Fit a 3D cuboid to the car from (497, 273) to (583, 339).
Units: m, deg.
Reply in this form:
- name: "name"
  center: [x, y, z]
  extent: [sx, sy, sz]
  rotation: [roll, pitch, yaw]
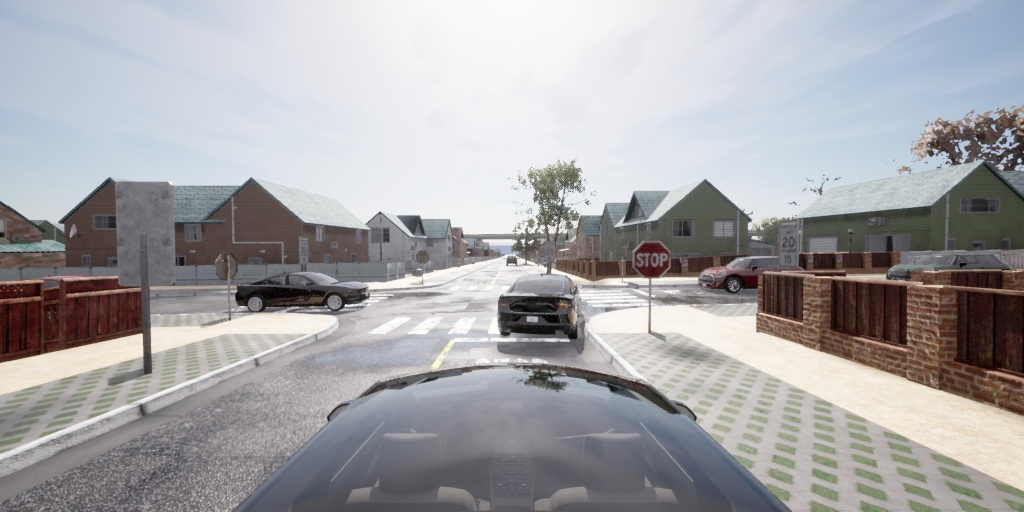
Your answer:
- name: "car"
  center: [0.953, 1.224, 10.216]
  extent: [1.882, 1.535, 5.008]
  rotation: [0, 0, 12]

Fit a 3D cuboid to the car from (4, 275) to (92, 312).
- name: "car"
  center: [-18.028, 1.546, 14.670]
  extent: [5.008, 1.535, 1.882]
  rotation: [-1, 2, 0]

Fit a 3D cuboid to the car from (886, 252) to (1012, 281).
- name: "car"
  center: [21.693, 0.646, 17.908]
  extent: [4.553, 1.767, 2.097]
  rotation: [-1, 2, 0]

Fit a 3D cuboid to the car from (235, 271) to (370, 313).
- name: "car"
  center: [-8.475, 1.376, 14.738]
  extent: [5.008, 1.535, 1.882]
  rotation: [-1, 2, 0]

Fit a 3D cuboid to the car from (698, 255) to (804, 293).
- name: "car"
  center: [11.798, 0.820, 17.831]
  extent: [4.553, 1.767, 2.097]
  rotation: [-1, 2, 0]
